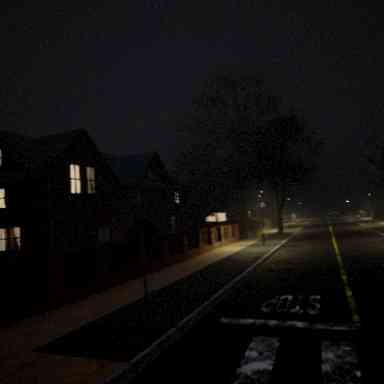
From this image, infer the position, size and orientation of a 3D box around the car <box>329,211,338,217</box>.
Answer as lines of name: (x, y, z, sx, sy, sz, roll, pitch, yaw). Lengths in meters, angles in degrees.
car: (34.163, 5.348, 80.091, 1.895, 1.301, 4.718, -6, -5, 21)
